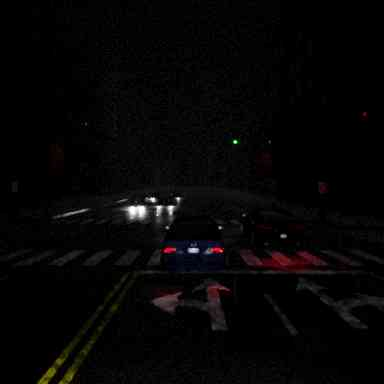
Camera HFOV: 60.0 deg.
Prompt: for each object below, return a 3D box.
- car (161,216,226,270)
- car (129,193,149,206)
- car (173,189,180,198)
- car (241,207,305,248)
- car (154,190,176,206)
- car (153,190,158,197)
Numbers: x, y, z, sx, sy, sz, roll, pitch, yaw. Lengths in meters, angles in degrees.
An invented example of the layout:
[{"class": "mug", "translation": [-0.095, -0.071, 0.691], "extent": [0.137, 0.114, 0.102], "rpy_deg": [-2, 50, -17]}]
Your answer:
[{"class": "car", "translation": [0.055, 1.504, 10.909], "extent": [2.033, 1.411, 5.357], "rpy_deg": [0, 1, 0]}, {"class": "car", "translation": [-6.602, 0.849, 41.852], "extent": [2.128, 1.511, 4.902], "rpy_deg": [0, 2, 0]}, {"class": "car", "translation": [-3.267, 0.267, 64.208], "extent": [1.837, 1.490, 4.892], "rpy_deg": [0, 1, 0]}, {"class": "car", "translation": [3.321, 1.399, 14.511], "extent": [1.882, 1.535, 5.008], "rpy_deg": [0, 1, 0]}, {"class": "car", "translation": [-3.352, 0.883, 41.873], "extent": [1.812, 1.442, 4.674], "rpy_deg": [0, 2, 0]}, {"class": "car", "translation": [-6.515, 0.353, 64.418], "extent": [1.895, 1.301, 4.718], "rpy_deg": [0, 2, 0]}]
